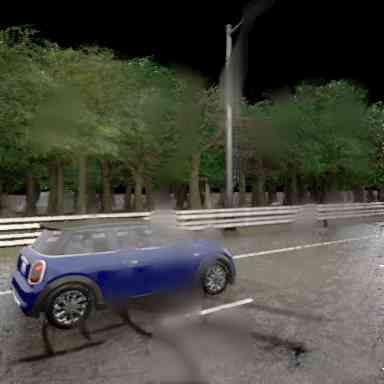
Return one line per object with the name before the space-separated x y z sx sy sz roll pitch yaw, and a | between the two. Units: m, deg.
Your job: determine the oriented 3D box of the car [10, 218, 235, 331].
car | -1.228 1.334 7.099 4.553 1.767 2.097 0 0 -35
